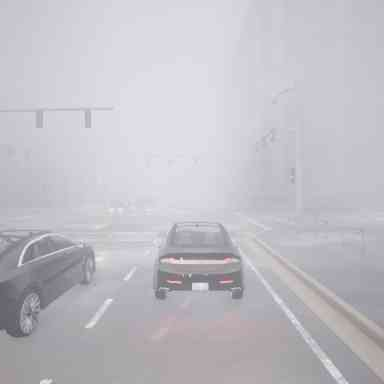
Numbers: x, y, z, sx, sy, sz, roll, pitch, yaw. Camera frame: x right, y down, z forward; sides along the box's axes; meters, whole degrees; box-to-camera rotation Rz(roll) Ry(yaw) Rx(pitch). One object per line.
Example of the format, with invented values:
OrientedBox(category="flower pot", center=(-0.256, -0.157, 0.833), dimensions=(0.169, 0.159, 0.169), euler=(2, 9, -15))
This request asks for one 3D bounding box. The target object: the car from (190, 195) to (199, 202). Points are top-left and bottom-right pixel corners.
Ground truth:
OrientedBox(category="car", center=(0.546, 1.593, 76.334), dimensions=(1.895, 1.301, 4.718), euler=(0, 0, 0))

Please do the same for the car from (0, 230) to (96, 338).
OrientedBox(category="car", center=(-3.398, 1.492, 6.607), dimensions=(2.128, 1.511, 4.902), euler=(0, 0, 1))

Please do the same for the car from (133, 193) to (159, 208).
OrientedBox(category="car", center=(-6.735, 1.221, 49.393), dimensions=(2.150, 2.045, 5.566), euler=(0, 0, 2))

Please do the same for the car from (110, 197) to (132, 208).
OrientedBox(category="car", center=(-10.262, 1.564, 47.074), dimensions=(1.994, 1.385, 4.181), euler=(0, 0, 0))

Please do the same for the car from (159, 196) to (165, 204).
OrientedBox(category="car", center=(-6.648, 1.491, 59.606), dimensions=(2.128, 1.511, 4.902), euler=(0, 0, 1))

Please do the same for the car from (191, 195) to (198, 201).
OrientedBox(category="car", center=(0.611, 1.461, 85.379), dimensions=(1.882, 1.535, 5.008), euler=(0, 0, 0))

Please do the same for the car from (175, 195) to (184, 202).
OrientedBox(category="car", center=(-2.959, 1.497, 75.701), dimensions=(1.837, 1.490, 4.892), euler=(0, 0, 0))

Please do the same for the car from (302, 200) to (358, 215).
OrientedBox(category="car", center=(13.447, 1.492, 32.892), dimensions=(5.357, 1.411, 2.033), euler=(0, 0, 0))

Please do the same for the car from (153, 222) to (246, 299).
OrientedBox(category="car", center=(0.136, 1.492, 8.426), dimensions=(2.128, 1.511, 4.902), euler=(0, 0, 0))

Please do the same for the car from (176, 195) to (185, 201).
OrientedBox(category="car", center=(-2.889, 1.523, 85.404), dimensions=(2.033, 1.411, 5.357), euler=(0, 0, 0))
